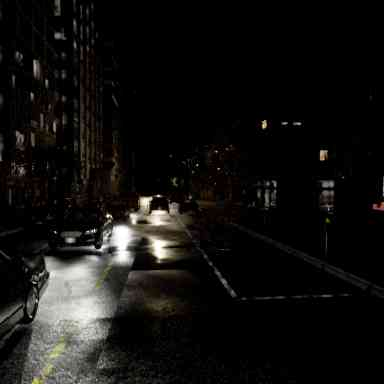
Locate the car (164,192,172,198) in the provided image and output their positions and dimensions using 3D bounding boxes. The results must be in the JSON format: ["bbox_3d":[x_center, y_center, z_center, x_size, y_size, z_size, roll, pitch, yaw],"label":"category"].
[{"bbox_3d":[-6.294,0.798,86.340,1.947,1.339,4.313,-1,1,-6],"label":"car"}]

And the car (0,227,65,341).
[{"bbox_3d":[-3.436,1.525,4.214,2.033,1.411,5.357,0,1,-6],"label":"car"}]

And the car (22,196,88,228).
[{"bbox_3d":[-7.692,1.169,18.688,2.192,1.841,5.009,-1,1,-6],"label":"car"}]

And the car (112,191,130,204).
[{"bbox_3d":[-11.150,0.867,52.446,2.192,1.841,5.009,-1,1,-6],"label":"car"}]

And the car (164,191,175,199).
[{"bbox_3d":[-5.138,0.646,75.331,2.192,1.841,5.009,-1,1,-6],"label":"car"}]

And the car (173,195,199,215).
[{"bbox_3d":[-0.401,1.283,30.572,2.008,1.369,4.403,-1,1,-6],"label":"car"}]

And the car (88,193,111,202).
[{"bbox_3d":[-8.761,1.196,29.707,1.967,1.590,4.097,-1,1,-6],"label":"car"}]

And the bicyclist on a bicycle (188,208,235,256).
[{"bbox_3d":[0.656,1.352,11.279,1.656,1.620,0.582,-2,1,-6],"label":"bicyclist on a bicycle"}]

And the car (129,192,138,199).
[{"bbox_3d":[-14.032,0.832,79.800,1.752,1.417,4.829,-1,1,-6],"label":"car"}]

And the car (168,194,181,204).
[{"bbox_3d":[-2.829,1.053,53.486,1.752,1.417,4.829,-1,1,-6],"label":"car"}]

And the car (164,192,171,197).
[{"bbox_3d":[-6.875,0.765,91.844,1.802,1.307,4.206,-1,1,-6],"label":"car"}]

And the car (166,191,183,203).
[{"bbox_3d":[-2.235,0.893,47.811,2.192,1.841,5.009,-1,1,-6],"label":"car"}]

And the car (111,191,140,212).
[{"bbox_3d":[-6.569,0.931,34.351,2.150,2.045,5.566,0,1,-5],"label":"car"}]

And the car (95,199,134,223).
[{"bbox_3d":[-5.516,1.403,23.936,1.895,1.301,4.718,0,1,-6],"label":"car"}]

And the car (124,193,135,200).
[{"bbox_3d":[-12.888,0.948,68.961,1.887,1.381,4.507,-1,1,-6],"label":"car"}]

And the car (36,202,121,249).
[{"bbox_3d":[-4.469,1.382,13.939,2.128,1.511,4.902,0,1,-6],"label":"car"}]

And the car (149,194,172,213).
[{"bbox_3d":[-3.185,1.246,32.389,1.812,1.442,4.674,0,1,-6],"label":"car"}]
